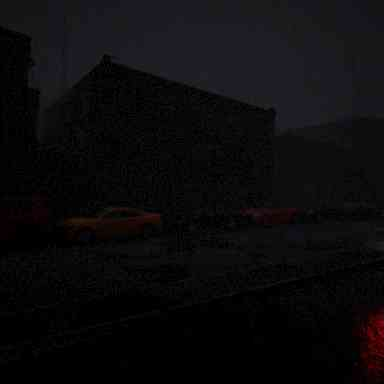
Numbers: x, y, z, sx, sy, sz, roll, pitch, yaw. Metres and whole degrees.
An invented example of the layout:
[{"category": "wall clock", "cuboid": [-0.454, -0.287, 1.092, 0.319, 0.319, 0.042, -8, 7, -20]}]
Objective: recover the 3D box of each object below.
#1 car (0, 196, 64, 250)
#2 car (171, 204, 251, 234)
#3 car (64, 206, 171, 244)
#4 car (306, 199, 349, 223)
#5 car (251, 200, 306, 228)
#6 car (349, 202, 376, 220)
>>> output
[{"category": "car", "cuboid": [-8.209, 1.203, 12.703, 5.566, 2.045, 2.435, 0, 0, -36]}, {"category": "car", "cuboid": [0.674, 1.483, 19.120, 4.892, 1.521, 2.231, 0, 0, -36]}, {"category": "car", "cuboid": [-3.806, 1.468, 15.884, 5.008, 1.535, 2.097, 0, 0, -36]}, {"category": "car", "cuboid": [9.653, 1.384, 25.605, 4.553, 1.767, 2.185, 0, 0, -36]}, {"category": "car", "cuboid": [5.173, 1.370, 22.370, 4.553, 1.767, 2.185, 0, 0, -36]}, {"category": "car", "cuboid": [14.209, 1.563, 28.897, 4.674, 1.452, 2.002, 0, 0, -36]}]
